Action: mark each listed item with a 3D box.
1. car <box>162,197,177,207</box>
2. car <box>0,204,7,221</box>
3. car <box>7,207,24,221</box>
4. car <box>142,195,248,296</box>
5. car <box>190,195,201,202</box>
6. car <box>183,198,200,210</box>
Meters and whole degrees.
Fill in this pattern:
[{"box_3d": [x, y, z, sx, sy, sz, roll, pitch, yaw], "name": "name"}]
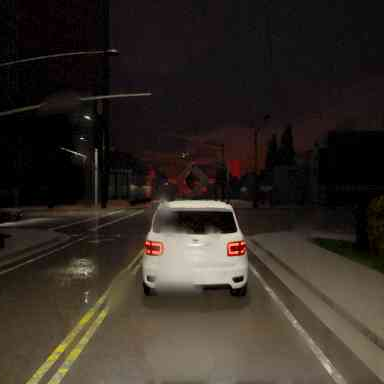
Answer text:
[{"box_3d": [-3.532, 1.564, 52.903, 1.994, 1.385, 4.181, 0, 0, 0], "name": "car"}, {"box_3d": [-16.781, 1.657, 23.966, 5.357, 1.411, 2.033, -1, 0, -3], "name": "car"}, {"box_3d": [-16.446, 1.634, 27.488, 4.674, 1.442, 1.812, -1, 0, 0], "name": "car"}, {"box_3d": [0.079, 1.221, 8.759, 2.150, 2.045, 5.566, 0, 0, 0], "name": "car"}, {"box_3d": [0.841, 1.524, 78.642, 1.812, 1.442, 4.674, 0, 0, 12], "name": "car"}, {"box_3d": [-0.007, 1.570, 43.819, 1.994, 1.385, 4.181, 0, 0, 2], "name": "car"}]
